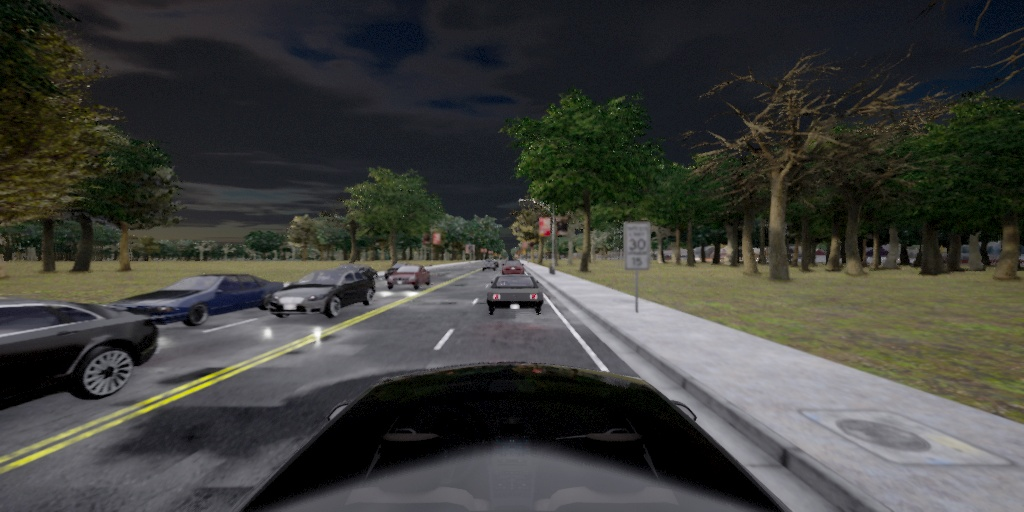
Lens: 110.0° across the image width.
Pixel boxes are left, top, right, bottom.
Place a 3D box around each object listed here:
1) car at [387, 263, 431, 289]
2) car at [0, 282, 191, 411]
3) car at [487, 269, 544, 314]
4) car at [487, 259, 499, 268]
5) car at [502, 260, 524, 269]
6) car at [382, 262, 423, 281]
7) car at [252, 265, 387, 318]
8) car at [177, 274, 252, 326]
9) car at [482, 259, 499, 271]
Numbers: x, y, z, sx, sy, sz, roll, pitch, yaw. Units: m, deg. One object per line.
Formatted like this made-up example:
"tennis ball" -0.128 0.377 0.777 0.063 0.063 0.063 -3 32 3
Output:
"car" -6.559 1.292 23.326 1.812 1.442 4.674 0 0 0
"car" -6.596 1.243 3.686 2.128 1.511 4.902 0 0 0
"car" 0.101 1.358 13.882 1.895 1.301 4.718 0 0 0
"car" -3.248 1.293 61.643 1.882 1.535 5.008 0 0 0
"car" 0.101 1.133 34.603 2.097 1.767 4.553 0 0 0
"car" -9.749 1.325 32.316 2.033 1.411 5.357 0 0 0
"car" -6.592 1.248 13.090 2.128 1.511 4.902 0 0 0
"car" -9.845 1.303 11.922 2.033 1.411 5.357 0 0 0
"car" -3.148 1.348 50.113 2.033 1.411 5.357 0 0 -1
